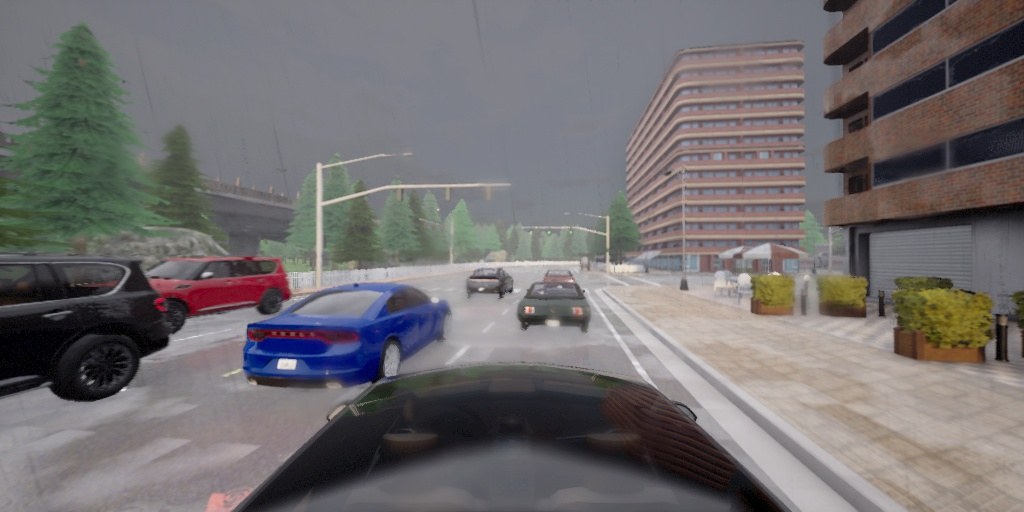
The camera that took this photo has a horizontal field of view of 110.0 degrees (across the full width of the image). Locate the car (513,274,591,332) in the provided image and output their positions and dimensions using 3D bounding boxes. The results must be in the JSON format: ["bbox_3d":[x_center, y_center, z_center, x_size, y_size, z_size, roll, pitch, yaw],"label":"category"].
[{"bbox_3d":[1.350,1.425,11.223,1.895,1.301,4.718,0,0,8],"label":"car"}]

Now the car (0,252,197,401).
[{"bbox_3d":[-6.836,0.964,3.575,2.150,2.045,5.566,0,0,4],"label":"car"}]

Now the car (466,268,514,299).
[{"bbox_3d":[-1.065,1.365,19.055,2.128,1.511,4.902,0,0,8],"label":"car"}]

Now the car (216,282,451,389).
[{"bbox_3d":[-2.642,1.258,7.088,1.882,1.535,5.008,0,0,6],"label":"car"}]

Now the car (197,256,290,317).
[{"bbox_3d":[-9.490,1.010,10.994,2.150,2.045,5.566,0,-1,8],"label":"car"}]

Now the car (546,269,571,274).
[{"bbox_3d":[3.007,1.514,22.977,1.895,1.301,4.718,0,0,8],"label":"car"}]
